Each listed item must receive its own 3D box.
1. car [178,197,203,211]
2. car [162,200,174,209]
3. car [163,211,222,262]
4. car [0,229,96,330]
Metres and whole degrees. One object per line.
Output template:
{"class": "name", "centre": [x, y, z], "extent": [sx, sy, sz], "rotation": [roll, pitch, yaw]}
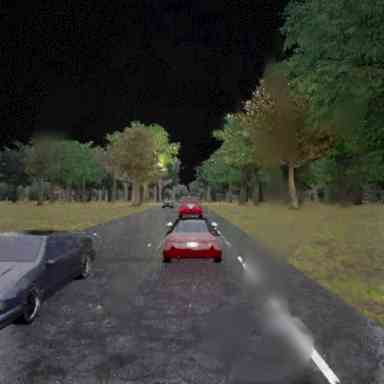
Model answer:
{"class": "car", "centre": [-0.126, 1.465, 32.061], "extent": [2.150, 2.045, 5.566], "rotation": [0, 0, 0]}
{"class": "car", "centre": [-3.882, 2.069, 55.068], "extent": [2.033, 1.411, 5.357], "rotation": [0, -1, 0]}
{"class": "car", "centre": [0.004, 1.634, 12.453], "extent": [1.994, 1.385, 4.181], "rotation": [0, 0, 0]}
{"class": "car", "centre": [-3.660, 1.577, 7.404], "extent": [2.033, 1.411, 5.357], "rotation": [0, 0, 0]}
